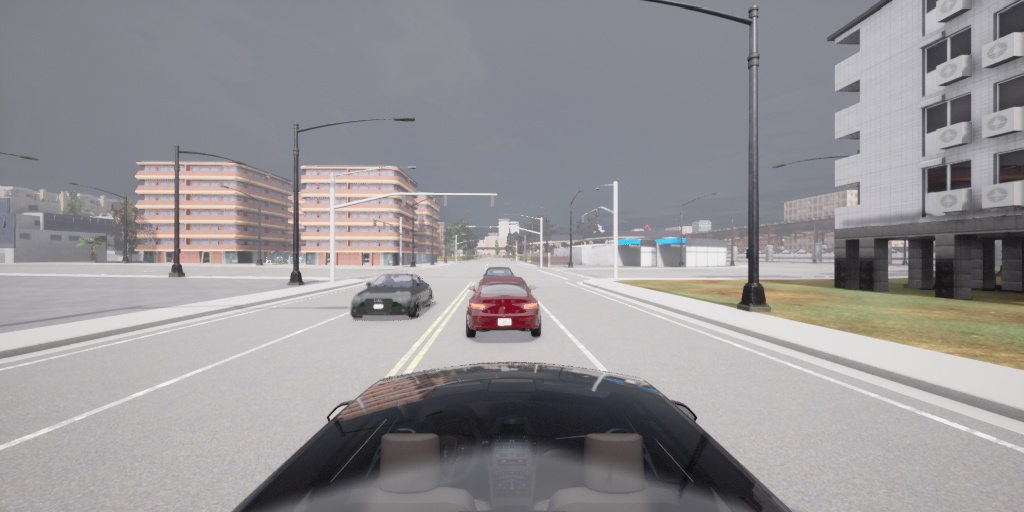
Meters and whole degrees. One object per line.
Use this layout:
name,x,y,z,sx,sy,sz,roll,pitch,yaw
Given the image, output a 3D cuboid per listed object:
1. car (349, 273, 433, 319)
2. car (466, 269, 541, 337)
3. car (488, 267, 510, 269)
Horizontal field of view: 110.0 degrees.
car,-4.057,1.314,12.668,1.994,1.385,4.181,0,0,-3
car,-0.269,1.276,10.155,1.812,1.442,4.674,0,0,-3
car,-0.727,1.297,19.729,2.033,1.411,5.357,0,0,-3
